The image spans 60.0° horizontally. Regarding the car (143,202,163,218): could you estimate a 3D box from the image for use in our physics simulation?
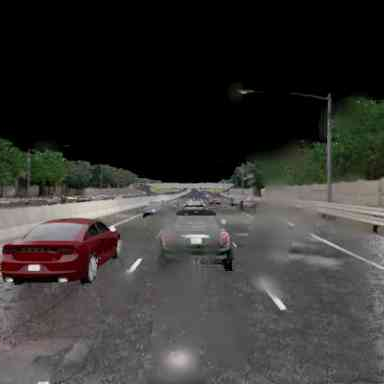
[{"bbox_3d":[-3.289,1.576,30.603,1.994,1.385,4.181,0,0,0],"label":"car"}]

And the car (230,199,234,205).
[{"bbox_3d":[7.315,1.625,53.613,1.994,1.385,4.181,0,0,1],"label":"car"}]

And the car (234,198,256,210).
[{"bbox_3d":[7.129,1.526,43.296,2.128,1.511,4.902,0,0,2],"label":"car"}]

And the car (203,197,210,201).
[{"bbox_3d":[0.205,1.503,29.802,2.128,1.511,4.902,0,0,0],"label":"car"}]

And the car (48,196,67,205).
[{"bbox_3d":[-24.129,1.575,59.933,1.837,1.490,4.892,0,0,1],"label":"car"}]

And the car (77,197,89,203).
[{"bbox_3d":[-20.558,1.688,64.066,1.895,1.301,4.718,0,0,1],"label":"car"}]

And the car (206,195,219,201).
[{"bbox_3d":[3.890,1.679,59.888,1.895,1.301,4.718,0,0,1],"label":"car"}]

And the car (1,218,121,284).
[{"bbox_3d":[-3.384,1.478,9.611,1.882,1.535,5.008,0,0,0],"label":"car"}]

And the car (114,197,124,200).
[{"bbox_3d":[-13.596,1.609,62.216,1.812,1.442,4.674,0,0,1],"label":"car"}]

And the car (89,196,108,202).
[{"bbox_3d":[-17.096,1.584,62.127,1.837,1.490,4.892,0,0,1],"label":"car"}]

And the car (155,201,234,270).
[{"bbox_3d":[0.120,1.353,11.202,2.097,1.767,4.553,0,0,0],"label":"car"}]

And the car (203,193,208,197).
[{"bbox_3d":[4.410,1.641,92.501,1.882,1.535,5.008,0,0,1],"label":"car"}]
